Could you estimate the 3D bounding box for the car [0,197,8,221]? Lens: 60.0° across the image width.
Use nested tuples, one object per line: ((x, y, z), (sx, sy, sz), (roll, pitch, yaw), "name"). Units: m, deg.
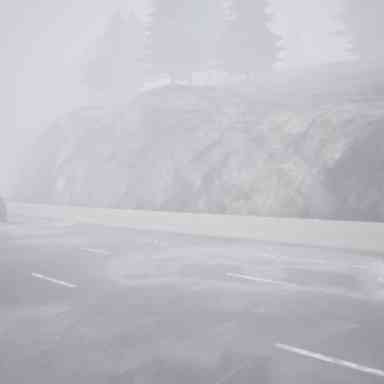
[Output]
((-17.262, 1.390, 28.014), (2.150, 2.045, 5.566), (0, -1, -43), "car")
